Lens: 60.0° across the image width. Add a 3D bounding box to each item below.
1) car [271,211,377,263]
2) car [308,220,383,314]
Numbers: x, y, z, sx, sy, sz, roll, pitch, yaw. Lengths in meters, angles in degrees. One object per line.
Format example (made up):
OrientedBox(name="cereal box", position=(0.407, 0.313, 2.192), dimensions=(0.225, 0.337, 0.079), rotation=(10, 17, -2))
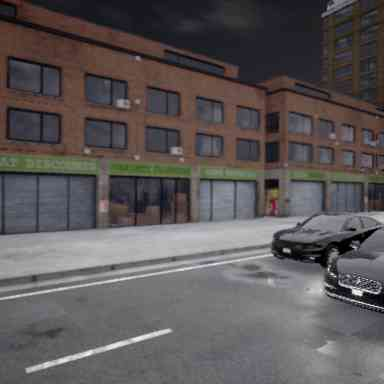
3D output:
OrientedBox(name="car", position=(4.781, 1.425, 11.097), dimensions=(5.008, 1.535, 1.882), rotation=(0, 1, -36))
OrientedBox(name="car", position=(4.817, 1.480, 7.127), dimensions=(4.892, 1.490, 1.837), rotation=(0, 0, -36))
